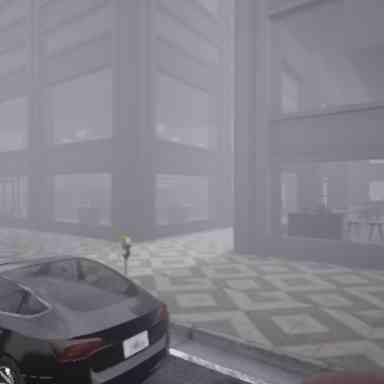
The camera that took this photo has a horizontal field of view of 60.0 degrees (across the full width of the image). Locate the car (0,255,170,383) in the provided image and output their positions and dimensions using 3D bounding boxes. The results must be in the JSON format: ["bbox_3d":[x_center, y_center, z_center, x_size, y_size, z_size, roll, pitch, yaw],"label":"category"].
[{"bbox_3d":[-2.255,1.568,4.567,4.313,1.339,1.947,0,0,35],"label":"car"}]

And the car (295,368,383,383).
[{"bbox_3d":[2.338,1.582,1.292,4.206,1.307,1.802,0,0,35],"label":"car"}]
